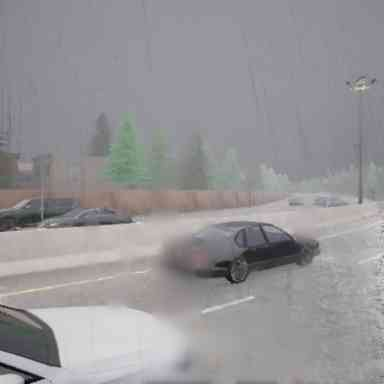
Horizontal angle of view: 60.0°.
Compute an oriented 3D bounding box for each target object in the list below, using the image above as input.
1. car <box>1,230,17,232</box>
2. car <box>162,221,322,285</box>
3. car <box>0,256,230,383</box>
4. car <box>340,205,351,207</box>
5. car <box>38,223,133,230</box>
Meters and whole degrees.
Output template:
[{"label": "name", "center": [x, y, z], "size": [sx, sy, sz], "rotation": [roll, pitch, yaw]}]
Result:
[{"label": "car", "center": [-8.930, 1.289, 19.356], "size": [5.566, 2.045, 2.150], "rotation": [0, 0, -39]}, {"label": "car", "center": [1.617, 1.562, 9.656], "size": [5.357, 1.411, 2.033], "rotation": [0, 0, -40]}, {"label": "car", "center": [-2.100, 1.539, 2.430], "size": [4.674, 1.442, 1.812], "rotation": [0, 0, -36]}, {"label": "car", "center": [17.175, 1.622, 38.542], "size": [1.895, 1.301, 4.718], "rotation": [0, 0, 31]}, {"label": "car", "center": [-5.515, 1.545, 17.687], "size": [4.902, 1.511, 2.128], "rotation": [0, 0, -40]}]
